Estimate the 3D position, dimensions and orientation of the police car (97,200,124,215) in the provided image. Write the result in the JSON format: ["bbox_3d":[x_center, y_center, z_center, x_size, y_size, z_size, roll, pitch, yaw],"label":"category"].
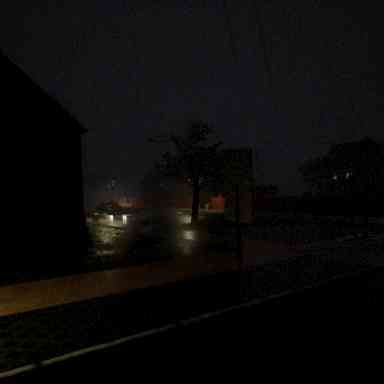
[{"bbox_3d":[-9.999,1.860,40.654,1.930,1.638,5.238,-3,1,-36],"label":"police car"}]
